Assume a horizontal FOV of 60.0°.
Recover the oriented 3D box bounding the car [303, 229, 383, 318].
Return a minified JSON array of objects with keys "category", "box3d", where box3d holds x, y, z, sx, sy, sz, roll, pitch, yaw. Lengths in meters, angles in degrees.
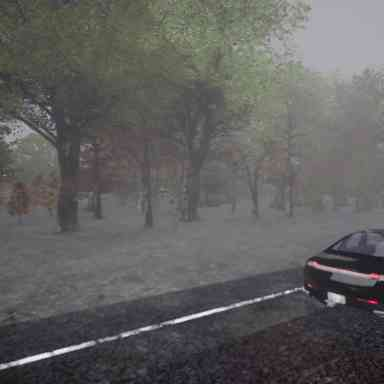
[{"category":"car","box3d":[4.331,1.525,6.834,4.902,1.511,2.128,0,0,-35]}]
